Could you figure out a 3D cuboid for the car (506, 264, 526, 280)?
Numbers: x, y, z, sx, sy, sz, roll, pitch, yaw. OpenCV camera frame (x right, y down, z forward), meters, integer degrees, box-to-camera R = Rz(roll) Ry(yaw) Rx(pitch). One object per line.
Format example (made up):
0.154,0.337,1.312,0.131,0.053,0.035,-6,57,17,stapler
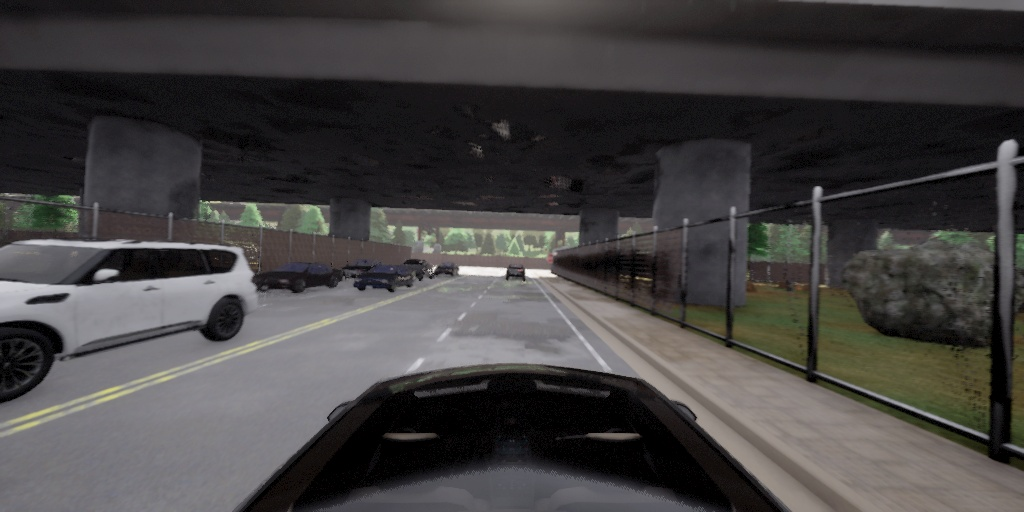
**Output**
0.383,1.539,36.059,2.128,1.511,4.902,2,-1,1,car

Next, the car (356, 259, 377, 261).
-10.227,0.945,25.050,2.128,1.511,4.902,2,0,1,car

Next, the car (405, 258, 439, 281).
-6.722,0.892,25.012,1.812,1.442,4.674,2,0,1,car

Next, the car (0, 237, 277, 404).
-7.009,0.709,6.055,2.150,2.045,5.566,2,0,1,car

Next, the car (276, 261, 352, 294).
-10.408,0.987,17.862,2.033,1.411,5.357,2,0,1,car

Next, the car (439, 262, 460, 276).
-6.604,1.331,37.208,2.033,1.411,5.357,2,0,1,car

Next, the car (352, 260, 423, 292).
-6.881,1.152,20.111,2.033,1.411,5.357,2,0,1,car
